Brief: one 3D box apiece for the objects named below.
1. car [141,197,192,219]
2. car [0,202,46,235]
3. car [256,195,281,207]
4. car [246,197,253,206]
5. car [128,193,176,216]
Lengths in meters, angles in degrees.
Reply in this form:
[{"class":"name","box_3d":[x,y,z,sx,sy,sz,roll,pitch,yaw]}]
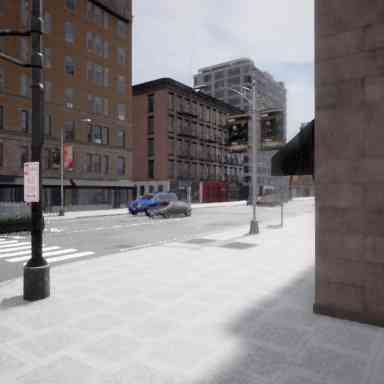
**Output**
[{"class":"car","box_3d":[-1.784,1.433,28.083,1.812,1.442,4.674,0,0,35]},{"class":"car","box_3d":[-9.707,1.318,16.369,2.097,1.767,4.553,0,0,31]},{"class":"car","box_3d":[10.800,1.166,45.864,2.097,1.767,4.553,0,0,36]},{"class":"car","box_3d":[9.840,1.334,50.098,1.812,1.442,4.674,0,0,36]},{"class":"car","box_3d":[-3.484,1.128,31.313,2.150,2.045,5.566,0,0,35]}]
